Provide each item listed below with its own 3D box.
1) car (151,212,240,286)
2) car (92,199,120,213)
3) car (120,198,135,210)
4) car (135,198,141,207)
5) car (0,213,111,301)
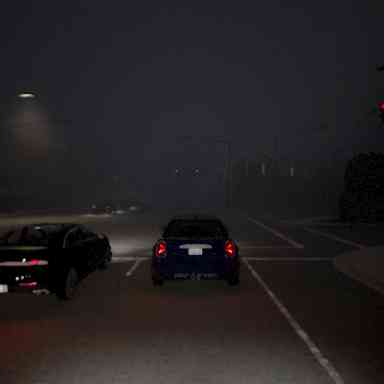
[{"bbox_3d":[0.086,1.392,9.689,2.097,1.767,4.553,0,0,0],"label":"car"},{"bbox_3d":[-10.607,1.697,40.614,2.097,1.767,4.553,0,0,0],"label":"car"},{"bbox_3d":[-10.601,1.889,50.392,2.128,1.511,4.902,0,0,0],"label":"car"},{"bbox_3d":[-10.555,1.819,60.799,2.128,1.511,4.902,0,1,1],"label":"car"},{"bbox_3d":[-3.414,1.521,8.354,2.128,1.511,4.902,0,0,0],"label":"car"}]
